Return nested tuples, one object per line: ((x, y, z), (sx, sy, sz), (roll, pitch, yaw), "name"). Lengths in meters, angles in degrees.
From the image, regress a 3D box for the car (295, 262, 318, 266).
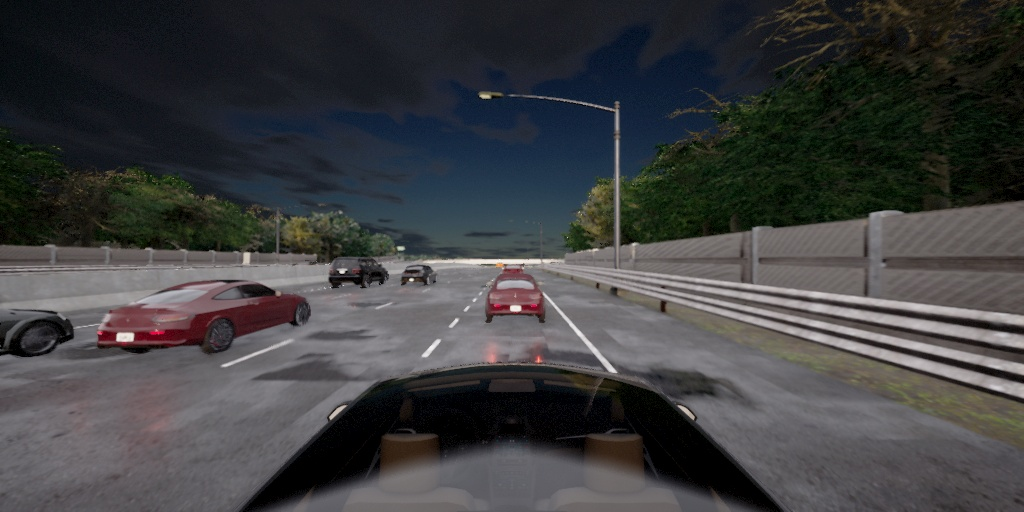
((-31.519, 1.654, 54.810), (2.097, 1.767, 4.553), (0, -1, 1), "car")

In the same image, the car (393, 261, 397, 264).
((-20.986, 1.546, 61.877), (1.812, 1.442, 4.674), (0, -1, 0), "car")

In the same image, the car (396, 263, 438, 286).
((-6.894, 1.409, 27.023), (1.837, 1.490, 4.892), (0, -1, 0), "car")

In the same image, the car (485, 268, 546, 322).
((0.103, 1.307, 12.312), (1.812, 1.442, 4.674), (0, 0, 0), "car")

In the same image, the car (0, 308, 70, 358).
((-10.399, 1.321, 5.901), (1.994, 1.385, 4.181), (0, 0, 0), "car")

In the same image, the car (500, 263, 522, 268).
((0.108, 1.455, 32.773), (1.882, 1.535, 5.008), (0, -1, 0), "car")

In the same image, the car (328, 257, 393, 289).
((-10.394, 1.100, 24.621), (2.150, 2.045, 5.566), (0, -1, 0), "car")

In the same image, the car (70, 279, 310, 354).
((-6.898, 1.291, 8.698), (1.812, 1.442, 4.674), (0, 0, 0), "car")

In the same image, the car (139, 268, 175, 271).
((-21.091, 1.408, 21.106), (1.994, 1.385, 4.181), (0, -1, 0), "car")
